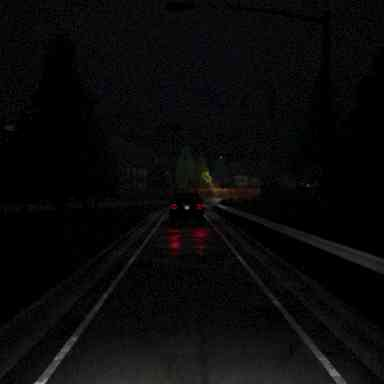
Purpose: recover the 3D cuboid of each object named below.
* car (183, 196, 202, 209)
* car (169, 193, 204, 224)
[{"bbox_3d":[0.123,1.277,41.398,1.994,1.385,4.181,0,0,6],"label":"car"},{"bbox_3d":[-0.384,1.061,23.091,2.150,2.045,5.566,0,0,-2],"label":"car"}]
